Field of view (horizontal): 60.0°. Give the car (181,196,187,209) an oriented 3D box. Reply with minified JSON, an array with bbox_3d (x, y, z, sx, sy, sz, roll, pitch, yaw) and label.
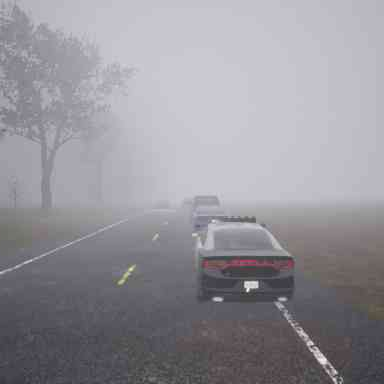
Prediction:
[{"bbox_3d":[-0.367,1.382,45.836,2.097,1.767,4.553,0,0,0],"label":"car"}]

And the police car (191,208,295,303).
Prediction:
[{"bbox_3d":[1.034,1.426,8.427,1.930,1.638,5.238,0,0,0],"label":"police car"}]

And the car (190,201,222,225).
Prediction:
[{"bbox_3d":[0.981,1.483,18.327,1.882,1.535,5.008,0,0,0],"label":"car"}]

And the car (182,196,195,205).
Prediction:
[{"bbox_3d":[-0.638,1.537,58.885,2.128,1.511,4.902,0,0,-1],"label":"car"}]

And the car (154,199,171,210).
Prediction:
[{"bbox_3d":[-3.879,1.592,44.204,1.994,1.385,4.181,0,0,-1],"label":"car"}]

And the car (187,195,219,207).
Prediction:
[{"bbox_3d":[0.933,1.233,24.364,2.150,2.045,5.566,0,0,-1],"label":"car"}]
